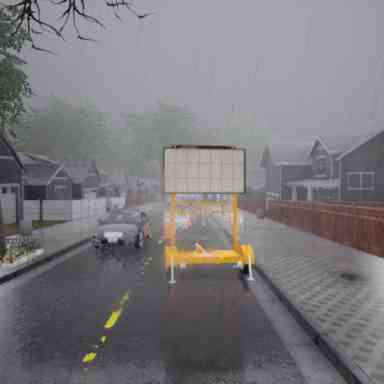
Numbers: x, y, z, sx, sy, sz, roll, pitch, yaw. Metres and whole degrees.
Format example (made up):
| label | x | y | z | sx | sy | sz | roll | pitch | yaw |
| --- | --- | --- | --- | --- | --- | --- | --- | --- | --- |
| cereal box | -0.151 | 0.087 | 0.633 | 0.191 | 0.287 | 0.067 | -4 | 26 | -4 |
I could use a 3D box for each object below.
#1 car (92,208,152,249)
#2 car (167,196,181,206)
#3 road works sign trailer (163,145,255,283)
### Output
| label | x | y | z | sx | sy | sz | roll | pitch | yaw |
| --- | --- | --- | --- | --- | --- | --- | --- | --- | --- |
| car | -2.892 | 1.480 | 14.540 | 2.128 | 1.511 | 4.902 | 0 | 0 | 0 |
| car | -2.994 | 1.388 | 56.023 | 2.097 | 1.767 | 4.553 | 0 | 0 | 0 |
| road works sign trailer | 0.333 | 0.456 | 9.711 | 2.380 | 3.560 | 2.880 | 0 | 0 | -8 |
